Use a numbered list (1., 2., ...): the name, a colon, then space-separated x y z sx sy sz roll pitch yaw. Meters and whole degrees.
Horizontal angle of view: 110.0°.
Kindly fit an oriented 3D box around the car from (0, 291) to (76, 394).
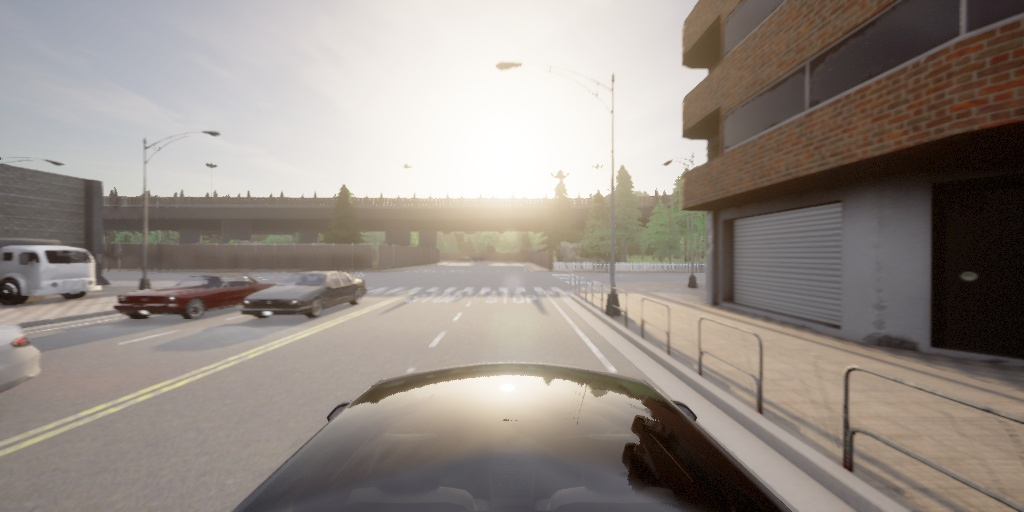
1. car: -7.083 1.262 2.702 1.812 1.442 4.674 0 0 0

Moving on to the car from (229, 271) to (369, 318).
1. car: -7.000 1.246 12.925 2.033 1.411 5.357 0 0 0

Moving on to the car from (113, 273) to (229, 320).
1. car: -10.504 1.296 12.463 1.895 1.301 4.718 0 0 0
